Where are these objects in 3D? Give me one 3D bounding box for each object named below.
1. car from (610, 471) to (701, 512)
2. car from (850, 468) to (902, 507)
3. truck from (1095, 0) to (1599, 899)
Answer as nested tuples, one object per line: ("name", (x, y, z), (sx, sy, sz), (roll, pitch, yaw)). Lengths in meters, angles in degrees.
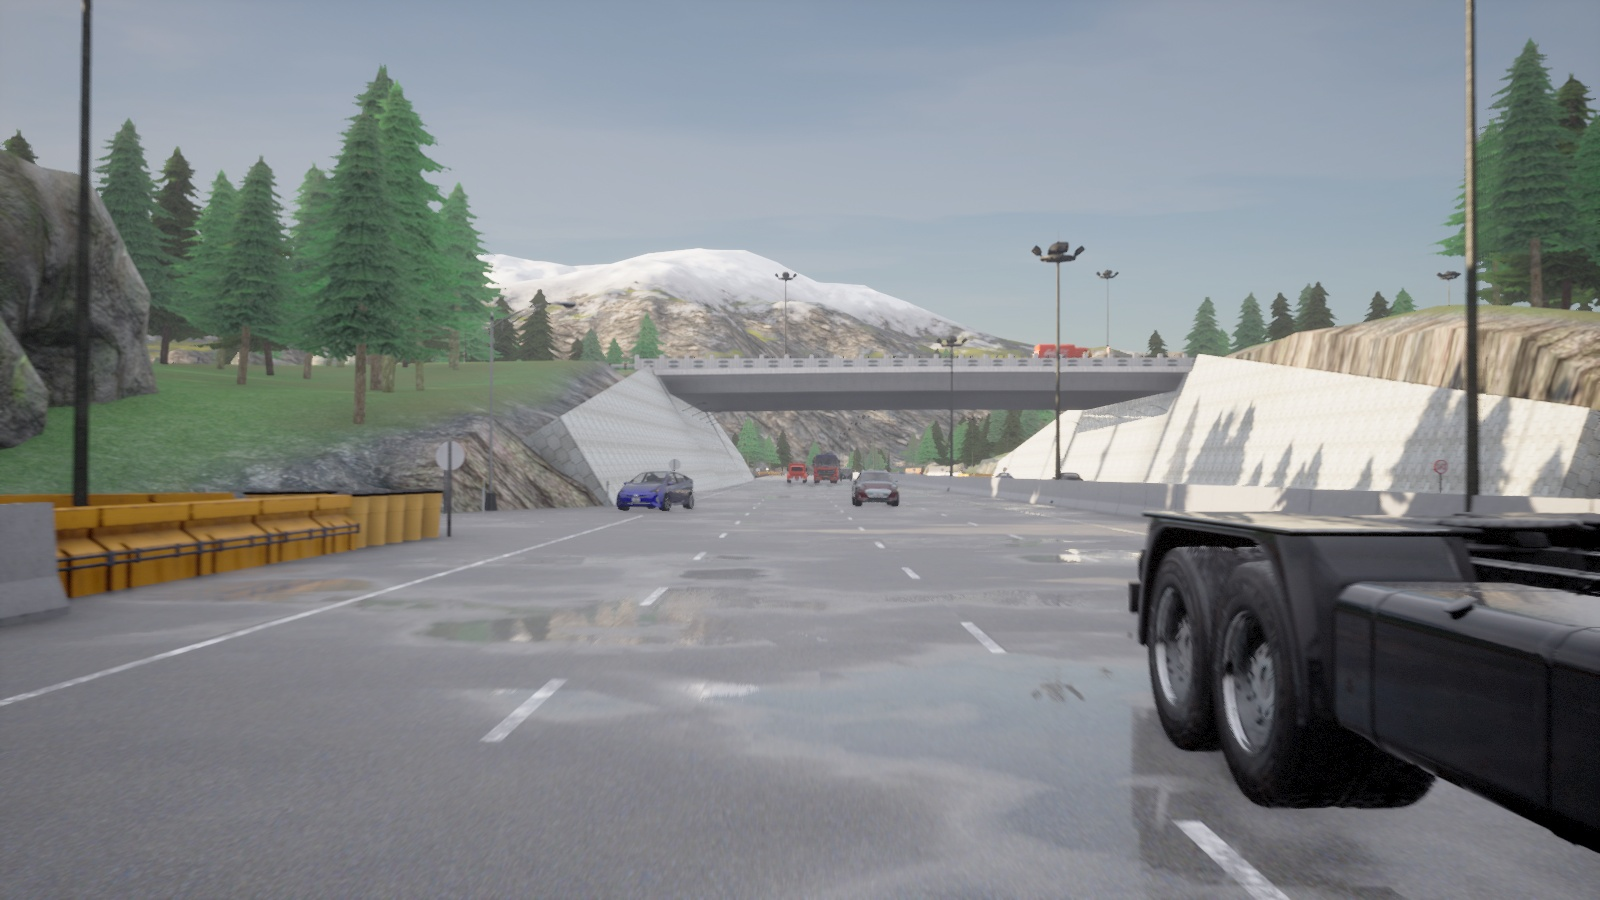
("car", (-5.523, 1.576, 48.654), (2.007, 1.525, 4.514), (0, -1, 14))
("car", (3.360, 1.652, 56.505), (2.033, 1.649, 4.856), (0, -1, 0))
("truck", (3.484, -0.107, 4.612), (2.891, 3.462, 7.936), (0, -1, 0))
